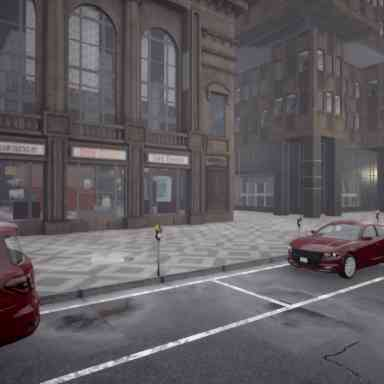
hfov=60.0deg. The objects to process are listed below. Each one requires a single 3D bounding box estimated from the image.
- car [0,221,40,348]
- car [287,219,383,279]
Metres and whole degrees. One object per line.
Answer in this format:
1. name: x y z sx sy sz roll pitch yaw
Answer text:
1. car: -4.335 1.315 3.546 5.009 1.841 2.192 0 0 -36
2. car: 4.770 1.546 10.074 4.507 1.381 1.887 0 0 -36
